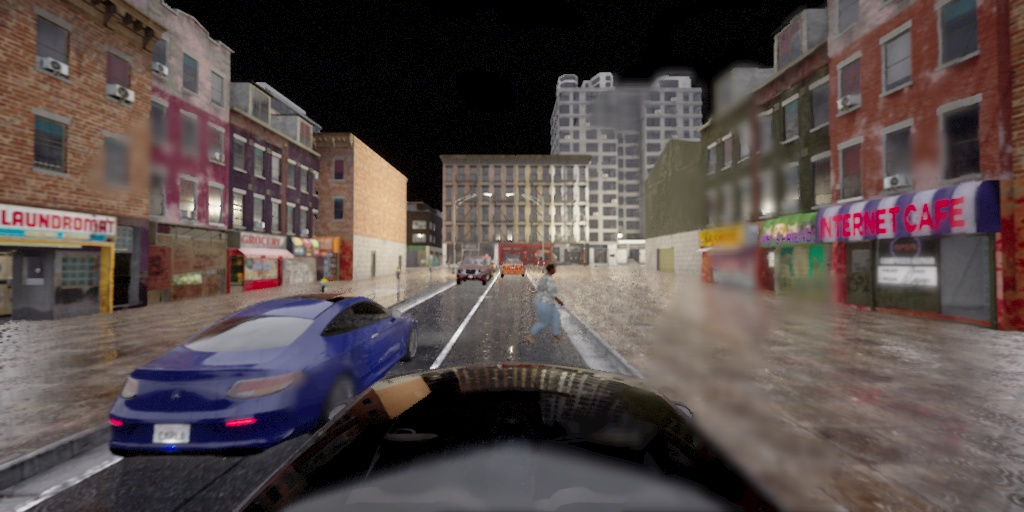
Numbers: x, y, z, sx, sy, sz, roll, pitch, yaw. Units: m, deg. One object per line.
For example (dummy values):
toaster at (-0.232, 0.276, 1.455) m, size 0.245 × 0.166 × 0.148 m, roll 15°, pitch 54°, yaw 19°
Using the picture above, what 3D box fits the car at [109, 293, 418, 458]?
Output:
car at (-2.750, 1.260, 5.204) m, size 1.812 × 1.442 × 4.674 m, roll 0°, pitch 0°, yaw 0°

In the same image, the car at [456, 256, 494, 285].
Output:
car at (-2.638, 0.966, 25.046) m, size 2.192 × 1.841 × 5.009 m, roll 0°, pitch 0°, yaw 0°

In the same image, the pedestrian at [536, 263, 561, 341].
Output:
pedestrian at (0.820, 1.015, 8.059) m, size 0.375 × 1.860 × 0.375 m, roll -1°, pitch -1°, yaw 0°

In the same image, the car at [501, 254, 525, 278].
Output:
car at (0.082, 0.974, 32.534) m, size 2.097 × 1.767 × 4.553 m, roll 0°, pitch 0°, yaw 0°

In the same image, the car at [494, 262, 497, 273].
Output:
car at (-2.638, 0.945, 30.578) m, size 2.192 × 1.841 × 5.009 m, roll 0°, pitch 0°, yaw 0°
